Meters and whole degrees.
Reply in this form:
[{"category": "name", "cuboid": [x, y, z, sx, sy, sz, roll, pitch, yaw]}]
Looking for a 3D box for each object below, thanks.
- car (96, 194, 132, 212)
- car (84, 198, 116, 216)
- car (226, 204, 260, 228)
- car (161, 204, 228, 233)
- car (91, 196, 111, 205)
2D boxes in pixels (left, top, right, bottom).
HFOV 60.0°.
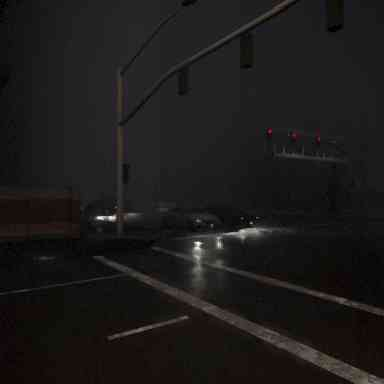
[{"category": "car", "cuboid": [-8.858, 1.222, 38.183, 2.150, 2.045, 5.566, 0, 0, -36]}, {"category": "car", "cuboid": [-8.990, 1.563, 32.367, 1.994, 1.385, 4.181, 0, 0, -36]}, {"category": "car", "cuboid": [2.146, 1.547, 22.866, 2.033, 1.411, 5.357, 0, 0, -36]}, {"category": "car", "cuboid": [-0.196, 1.526, 19.861, 1.812, 1.442, 4.674, 0, 0, -33]}, {"category": "car", "cuboid": [-16.830, 1.478, 61.608, 1.882, 1.535, 5.008, 0, 0, -36]}]
